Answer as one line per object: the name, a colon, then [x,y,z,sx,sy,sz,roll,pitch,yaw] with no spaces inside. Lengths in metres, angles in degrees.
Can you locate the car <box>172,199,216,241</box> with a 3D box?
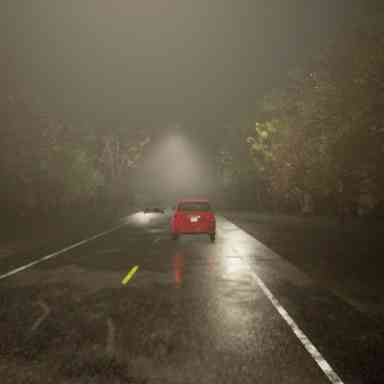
car: [0.098,1.411,18.100,2.150,2.045,5.566,0,-1,0]

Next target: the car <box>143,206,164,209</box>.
car: [-3.543,1.540,31.567,1.895,1.301,4.718,0,-1,0]

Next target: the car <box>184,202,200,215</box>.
car: [0.016,1.940,39.660,1.812,1.442,4.674,0,-1,0]
